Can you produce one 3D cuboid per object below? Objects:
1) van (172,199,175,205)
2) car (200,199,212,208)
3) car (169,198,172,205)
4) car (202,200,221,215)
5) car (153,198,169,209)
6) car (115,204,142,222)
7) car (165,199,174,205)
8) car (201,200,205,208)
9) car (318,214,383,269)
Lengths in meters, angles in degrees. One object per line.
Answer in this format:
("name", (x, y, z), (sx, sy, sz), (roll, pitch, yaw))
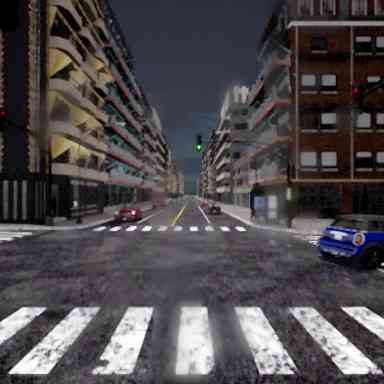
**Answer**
("van", (-5.730, 2.300, 80.882), (1.690, 1.788, 3.998), (0, -1, 0))
("car", (2.658, 2.200, 63.963), (1.967, 1.590, 4.097), (0, -1, 0))
("car", (-5.724, 2.350, 69.432), (1.752, 1.417, 4.829), (0, -1, 0))
("car", (2.669, 2.042, 41.409), (2.008, 1.369, 4.403), (0, -1, 0))
("car", (-5.721, 2.008, 58.328), (2.192, 1.841, 5.009), (0, -1, 0))
("car", (-5.707, 1.798, 30.135), (1.967, 1.590, 4.097), (0, -1, 0))
("car", (-5.731, 2.576, 86.517), (2.008, 1.369, 4.403), (0, -1, 0))
("car", (2.666, 2.103, 47.046), (1.887, 1.381, 4.507), (0, -1, 0))
("car", (6.989, 1.627, 12.136), (4.553, 1.767, 2.097), (2, 0, -21))
